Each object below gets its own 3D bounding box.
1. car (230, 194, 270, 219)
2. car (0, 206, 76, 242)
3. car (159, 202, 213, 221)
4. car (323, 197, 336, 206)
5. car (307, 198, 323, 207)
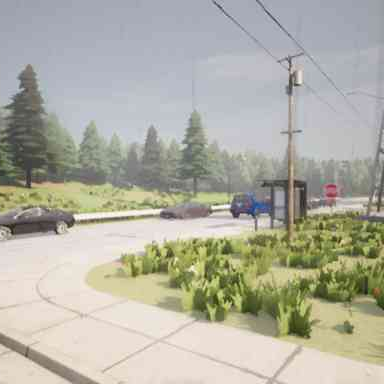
[{"bbox_3d":[5.409,1.205,29.102,2.150,2.045,5.566,0,0,36],"label":"car"},{"bbox_3d":[-8.208,1.470,16.494,2.128,1.511,4.902,0,0,36],"label":"car"},{"bbox_3d":[-0.338,1.526,27.319,2.033,1.411,5.357,0,0,36],"label":"car"},{"bbox_3d":[20.160,1.509,49.665,1.812,1.442,4.674,0,0,36],"label":"car"},{"bbox_3d":[14.400,1.548,41.592,1.994,1.385,4.181,0,0,36],"label":"car"}]
